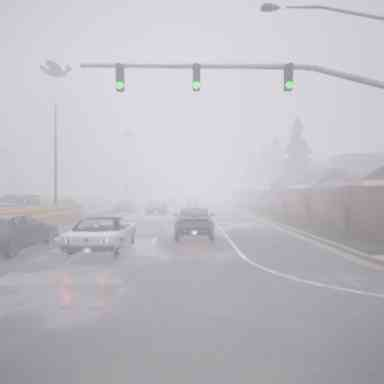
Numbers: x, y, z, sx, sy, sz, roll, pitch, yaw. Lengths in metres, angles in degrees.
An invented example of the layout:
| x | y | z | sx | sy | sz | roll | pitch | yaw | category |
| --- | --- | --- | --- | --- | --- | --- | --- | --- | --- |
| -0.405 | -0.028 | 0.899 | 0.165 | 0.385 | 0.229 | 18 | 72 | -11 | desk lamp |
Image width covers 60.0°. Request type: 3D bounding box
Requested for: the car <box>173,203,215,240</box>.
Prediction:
| x | y | z | sx | sy | sz | roll | pitch | yaw | category |
| --- | --- | --- | --- | --- | --- | --- | --- | --- | --- |
| 0.103 | 1.503 | 16.924 | 1.837 | 1.490 | 4.892 | 0 | 0 | 0 | car |

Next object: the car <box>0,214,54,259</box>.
| x | y | z | sx | sy | sz | roll | pitch | yaw | category |
| --- | --- | --- | --- | --- | --- | --- | --- | --- | --- |
| -6.898 | 1.546 | 12.558 | 2.033 | 1.411 | 5.357 | 0 | 0 | 0 | car |

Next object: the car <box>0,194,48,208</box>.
| x | y | z | sx | sy | sz | roll | pitch | yaw | category |
| --- | --- | --- | --- | --- | --- | --- | --- | --- | --- |
| -14.023 | 1.219 | 26.589 | 2.150 | 2.045 | 5.566 | 0 | 0 | 0 | car |

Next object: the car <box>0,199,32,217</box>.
| x | y | z | sx | sy | sz | roll | pitch | yaw | category |
| --- | --- | --- | --- | --- | --- | --- | --- | --- | --- |
| -17.495 | 1.489 | 31.767 | 2.128 | 1.511 | 4.902 | 0 | 0 | 0 | car |

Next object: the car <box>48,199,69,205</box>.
| x | y | z | sx | sy | sz | roll | pitch | yaw | category |
| --- | --- | --- | --- | --- | --- | --- | --- | --- | --- |
| -13.994 | 1.502 | 36.721 | 1.837 | 1.490 | 4.892 | 0 | 0 | 0 | car |

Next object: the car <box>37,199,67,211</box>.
| x | y | z | sx | sy | sz | roll | pitch | yaw | category |
| --- | --- | --- | --- | --- | --- | --- | --- | --- | --- |
| -17.494 | 1.561 | 41.806 | 1.994 | 1.385 | 4.181 | 0 | 0 | 0 | car |

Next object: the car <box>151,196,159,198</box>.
| x | y | z | sx | sy | sz | roll | pitch | yaw | category |
| --- | --- | --- | --- | --- | --- | --- | --- | --- | --- |
| -6.902 | 1.521 | 61.321 | 1.812 | 1.442 | 4.674 | 0 | 0 | 1 | car |

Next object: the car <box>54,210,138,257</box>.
| x | y | z | sx | sy | sz | roll | pitch | yaw | category |
| --- | --- | --- | --- | --- | --- | --- | --- | --- | --- |
| -3.398 | 1.600 | 12.985 | 1.895 | 1.301 | 4.718 | 0 | 0 | 0 | car |

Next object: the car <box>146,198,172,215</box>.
| x | y | z | sx | sy | sz | roll | pitch | yaw | category |
| --- | --- | --- | --- | --- | --- | --- | --- | --- | --- |
| -3.395 | 1.598 | 33.507 | 1.895 | 1.301 | 4.718 | 0 | 0 | 0 | car |

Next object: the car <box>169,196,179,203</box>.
| x | y | z | sx | sy | sz | roll | pitch | yaw | category |
| --- | --- | --- | --- | --- | --- | --- | --- | --- | --- |
| -3.416 | 1.521 | 59.418 | 1.812 | 1.442 | 4.674 | 0 | 0 | 0 | car |

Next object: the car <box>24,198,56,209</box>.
| x | y | z | sx | sy | sz | roll | pitch | yaw | category |
| --- | --- | --- | --- | --- | --- | --- | --- | --- | --- |
| -20.993 | 1.544 | 46.224 | 2.033 | 1.411 | 5.357 | 0 | 0 | 0 | car |

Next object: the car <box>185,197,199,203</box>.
| x | y | z | sx | sy | sz | roll | pitch | yaw | category |
| --- | --- | --- | --- | --- | --- | --- | --- | --- | --- |
| 0.007 | 1.488 | 51.136 | 2.128 | 1.511 | 4.902 | 0 | 0 | 0 | car |

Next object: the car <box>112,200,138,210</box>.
| x | y | z | sx | sy | sz | roll | pitch | yaw | category |
| --- | --- | --- | --- | --- | --- | --- | --- | --- | --- |
| -6.893 | 1.545 | 34.730 | 2.033 | 1.411 | 5.357 | 0 | 0 | 0 | car |
